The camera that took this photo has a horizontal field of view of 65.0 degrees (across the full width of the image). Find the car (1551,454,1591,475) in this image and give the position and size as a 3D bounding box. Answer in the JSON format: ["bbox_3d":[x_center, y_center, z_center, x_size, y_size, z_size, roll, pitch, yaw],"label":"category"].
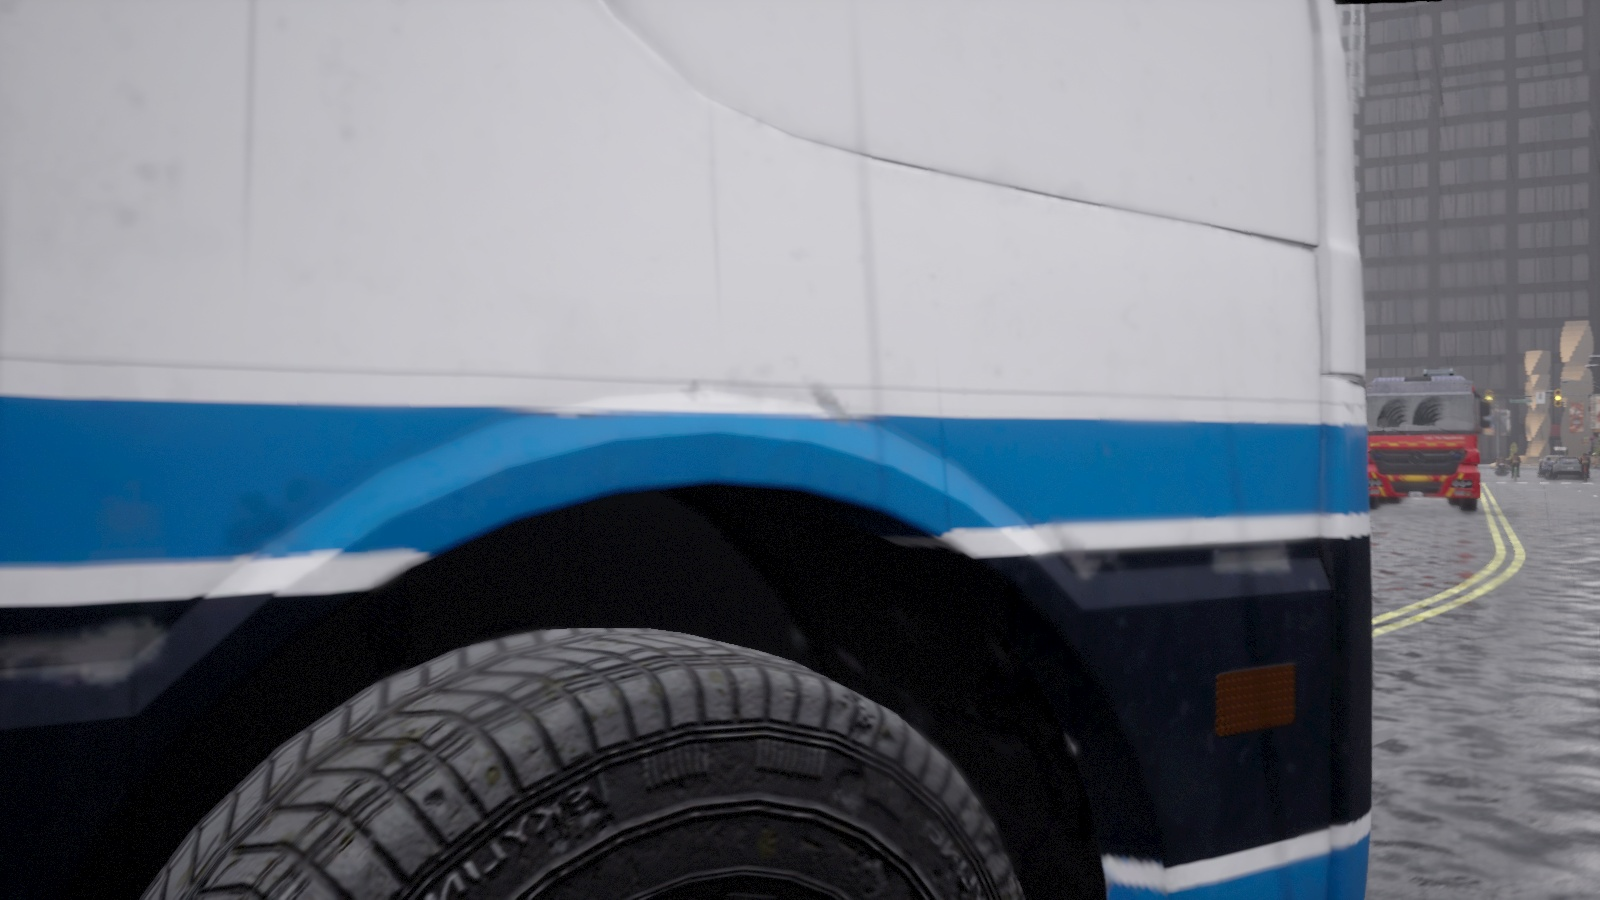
[{"bbox_3d":[50.825,0.939,82.844,1.994,1.385,4.181,0,0,28],"label":"car"}]

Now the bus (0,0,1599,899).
[{"bbox_3d":[-3.498,-0.618,1.161,10.273,4.253,3.944,0,0,-31],"label":"bus"}]

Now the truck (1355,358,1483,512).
[{"bbox_3d":[17.695,-0.352,35.661,2.891,3.827,8.468,0,0,28],"label":"truck"}]
